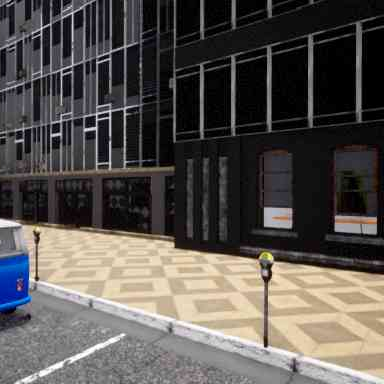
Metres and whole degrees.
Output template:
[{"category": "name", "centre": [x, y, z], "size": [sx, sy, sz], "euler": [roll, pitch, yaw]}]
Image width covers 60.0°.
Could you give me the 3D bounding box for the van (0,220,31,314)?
[{"category": "van", "centre": [-4.728, 1.340, 6.260], "size": [3.998, 1.788, 1.690], "euler": [0, 0, 36]}]
